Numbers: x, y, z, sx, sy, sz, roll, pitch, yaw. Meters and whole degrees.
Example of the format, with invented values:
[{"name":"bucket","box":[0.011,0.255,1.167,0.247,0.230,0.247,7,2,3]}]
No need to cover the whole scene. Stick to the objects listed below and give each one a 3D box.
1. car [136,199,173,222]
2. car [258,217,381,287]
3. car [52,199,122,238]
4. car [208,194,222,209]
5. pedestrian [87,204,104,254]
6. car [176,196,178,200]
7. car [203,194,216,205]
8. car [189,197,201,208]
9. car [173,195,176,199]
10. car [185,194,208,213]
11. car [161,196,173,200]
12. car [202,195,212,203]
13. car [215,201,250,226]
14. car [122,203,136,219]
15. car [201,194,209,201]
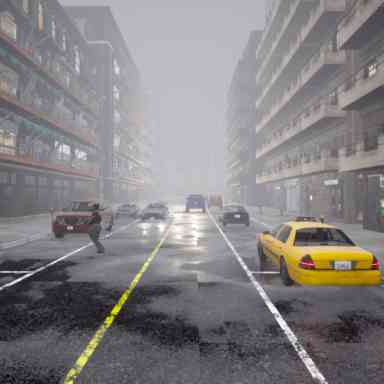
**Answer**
[{"name":"car","box":[-2.866,1.556,26.820,2.033,1.411,5.357,0,0,1]},{"name":"car","box":[3.081,1.458,9.297,1.801,1.575,5.366,0,0,1]},{"name":"car","box":[-5.523,1.320,17.649,2.192,1.841,5.009,1,0,1]},{"name":"car","box":[3.101,1.332,45.382,2.192,1.841,5.009,1,0,1]},{"name":"pedestrian","box":[-3.458,1.295,12.016,0.375,1.860,0.375,1,-1,-2]},{"name":"car","box":[-4.841,1.594,95.430,1.752,1.417,4.829,1,0,1]},{"name":"car","box":[3.249,1.341,62.084,2.192,1.841,5.009,1,0,1]},{"name":"car","box":[0.471,1.545,49.967,1.812,1.442,4.674,0,0,1]},{"name":"car","box":[-5.037,1.559,73.158,1.752,1.417,4.829,1,0,1]},{"name":"car","box":[0.421,1.234,37.843,2.150,2.045,5.566,0,0,1]},{"name":"car","box":[-5.134,1.577,62.191,2.008,1.369,4.403,1,0,1]},{"name":"car","box":[3.345,1.474,73.220,1.967,1.590,4.097,1,0,1]},{"name":"car","box":[2.902,1.573,23.110,1.947,1.339,4.313,1,0,1]},{"name":"car","box":[-5.429,1.592,28.785,1.802,1.307,4.206,1,0,1]},{"name":"car","box":[3.494,1.361,89.924,2.192,1.841,5.009,1,0,1]}]
